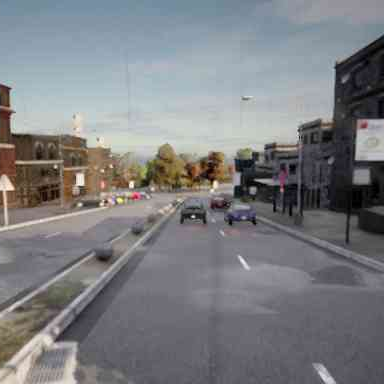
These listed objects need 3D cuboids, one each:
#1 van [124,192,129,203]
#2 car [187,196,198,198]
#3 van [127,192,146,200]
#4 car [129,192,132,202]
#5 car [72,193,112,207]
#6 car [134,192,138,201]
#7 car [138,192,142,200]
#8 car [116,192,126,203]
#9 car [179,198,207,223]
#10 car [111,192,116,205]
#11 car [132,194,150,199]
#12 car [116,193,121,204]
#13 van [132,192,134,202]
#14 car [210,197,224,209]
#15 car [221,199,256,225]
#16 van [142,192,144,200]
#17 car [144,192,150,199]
[{"bbox_3d":[-13.950,1.070,58.284,4.442,1.987,1.878,-1,0,-20],"label":"van"},{"bbox_3d":[0.097,1.252,42.193,2.097,1.767,4.553,0,0,0],"label":"car"},{"bbox_3d":[-14.226,0.978,85.608,4.442,1.987,1.878,-1,0,-20],"label":"van"},{"bbox_3d":[-14.032,1.161,61.292,4.553,1.767,2.185,-1,0,-20],"label":"car"},{"bbox_3d":[-14.001,1.345,46.044,4.892,1.521,2.231,-1,0,-20],"label":"car"},{"bbox_3d":[-14.069,1.267,67.379,4.892,1.521,2.231,-1,0,-20],"label":"car"},{"bbox_3d":[-14.109,1.004,70.409,5.566,2.045,2.435,-1,0,-20],"label":"car"},{"bbox_3d":[-14.223,1.308,55.124,5.366,1.575,1.946,-1,0,-20],"label":"car"},{"bbox_3d":[0.095,1.443,25.038,1.837,1.490,4.892,0,0,0],"label":"car"},{"bbox_3d":[-14.061,1.206,49.086,4.553,1.767,2.185,-1,0,-20],"label":"car"},{"bbox_3d":[-14.128,1.221,91.744,4.674,1.452,2.002,-1,0,-20],"label":"car"},{"bbox_3d":[-14.069,1.349,52.130,4.792,1.488,2.163,-1,1,-20],"label":"car"},{"bbox_3d":[-14.178,1.052,64.286,4.442,1.987,1.878,-1,0,-20],"label":"van"},{"bbox_3d":[3.351,1.375,43.251,1.882,1.535,5.008,0,0,0],"label":"car"},{"bbox_3d":[3.335,1.469,23.609,1.812,1.442,4.674,0,0,0],"label":"car"},{"bbox_3d":[-13.989,1.006,76.558,4.442,1.987,1.878,-1,0,-20],"label":"van"},{"bbox_3d":[-14.086,0.961,82.620,5.566,2.045,2.435,-1,0,-20],"label":"car"}]
